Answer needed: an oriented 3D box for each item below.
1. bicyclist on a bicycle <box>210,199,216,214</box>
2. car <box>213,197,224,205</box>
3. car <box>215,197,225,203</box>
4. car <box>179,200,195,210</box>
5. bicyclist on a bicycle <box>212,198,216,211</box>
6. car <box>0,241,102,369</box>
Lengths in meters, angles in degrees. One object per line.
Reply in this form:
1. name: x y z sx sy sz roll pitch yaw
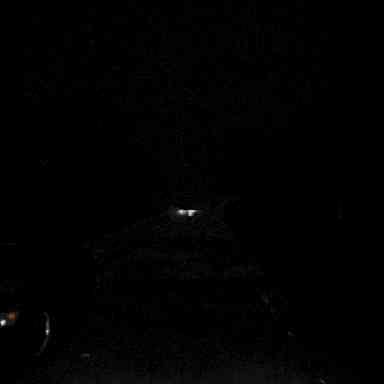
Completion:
1. bicyclist on a bicycle: 2.260 1.653 36.676 0.582 1.620 1.656 0 -1 4
2. car: 5.269 1.977 71.348 2.033 1.411 5.357 0 0 8
3. car: 6.906 1.980 81.813 1.882 1.535 5.008 0 0 10
4. car: -0.684 1.824 47.747 1.994 1.385 4.181 0 0 6
5. bicyclist on a bicycle: 3.016 1.702 45.602 0.582 1.620 1.656 0 -1 5
6. car: -3.025 1.593 5.803 1.994 1.385 4.181 0 0 1
